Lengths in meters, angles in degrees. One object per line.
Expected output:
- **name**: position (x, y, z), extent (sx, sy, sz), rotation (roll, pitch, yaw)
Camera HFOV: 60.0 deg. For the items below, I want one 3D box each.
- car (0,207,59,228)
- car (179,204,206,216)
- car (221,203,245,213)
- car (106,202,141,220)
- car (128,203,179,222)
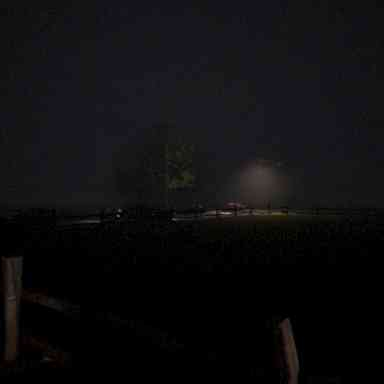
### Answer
- **car**: position (-12.322, 1.873, 25.286), extent (1.994, 1.385, 4.181), rotation (0, -1, 37)
- **car**: position (-0.388, 2.140, 40.634), extent (2.033, 1.411, 5.357), rotation (0, -1, 38)
- **car**: position (5.999, 2.303, 48.781), extent (1.994, 1.385, 4.181), rotation (0, -1, 38)
- **car**: position (-6.253, 1.806, 33.092), extent (2.097, 1.767, 4.553), rotation (0, -1, 38)
- **car**: position (-3.603, 2.022, 31.695), extent (1.994, 1.385, 4.181), rotation (0, -1, 38)
